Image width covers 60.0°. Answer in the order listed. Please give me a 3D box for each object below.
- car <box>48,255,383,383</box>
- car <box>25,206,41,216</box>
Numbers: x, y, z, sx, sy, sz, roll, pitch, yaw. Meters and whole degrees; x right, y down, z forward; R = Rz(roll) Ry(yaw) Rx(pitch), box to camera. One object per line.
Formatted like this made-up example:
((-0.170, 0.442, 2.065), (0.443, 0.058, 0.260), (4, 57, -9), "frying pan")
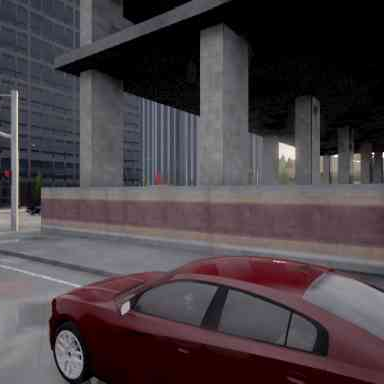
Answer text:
((0.405, 1.478, 3.700), (5.008, 1.535, 1.882), (0, 0, 35), "car")
((-14.147, 1.656, 33.551), (1.895, 1.301, 4.718), (0, 0, 36), "car")
